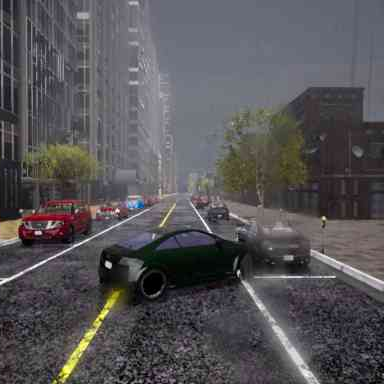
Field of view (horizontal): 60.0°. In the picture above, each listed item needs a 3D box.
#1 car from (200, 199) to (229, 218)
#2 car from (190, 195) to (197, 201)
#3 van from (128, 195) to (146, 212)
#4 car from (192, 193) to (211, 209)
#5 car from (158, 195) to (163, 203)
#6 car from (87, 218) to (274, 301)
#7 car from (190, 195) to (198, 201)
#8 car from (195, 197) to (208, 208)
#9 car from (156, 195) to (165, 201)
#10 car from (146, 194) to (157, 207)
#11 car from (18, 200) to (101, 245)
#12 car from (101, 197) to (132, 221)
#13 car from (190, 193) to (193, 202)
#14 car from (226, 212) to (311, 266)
[{"bbox_3d":[2.009,1.543,27.035,2.008,1.369,4.403,-1,0,-2],"label":"car"},{"bbox_3d":[0.366,1.551,88.628,1.802,1.307,4.206,-1,0,-2],"label":"car"},{"bbox_3d":[-6.696,1.329,38.622,1.690,1.788,3.998,-1,0,-2],"label":"van"},{"bbox_3d":[1.534,1.301,44.367,2.192,1.841,5.009,-1,0,-2],"label":"car"},{"bbox_3d":[-7.426,1.522,66.287,1.887,1.381,4.507,-1,0,-2],"label":"car"},{"bbox_3d":[-0.180,1.557,8.392,4.181,1.385,1.994,0,0,-35],"label":"car"},{"bbox_3d":[0.512,1.537,83.095,1.947,1.339,4.313,-1,0,-2],"label":"car"},{"bbox_3d":[1.387,1.509,50.070,1.752,1.417,4.829,-1,0,-2],"label":"car"},{"bbox_3d":[-7.861,1.497,82.715,1.752,1.417,4.829,-1,0,-2],"label":"car"},{"bbox_3d":[-6.989,1.299,49.688,2.192,1.841,5.009,-1,0,-2],"label":"car"},{"bbox_3d":[-6.193,1.310,15.761,2.192,1.841,5.009,-1,0,-2],"label":"car"},{"bbox_3d":[-6.394,1.432,26.829,1.967,1.590,4.097,-1,0,-2],"label":"car"},{"bbox_3d":[0.802,1.291,72.031,2.192,1.841,5.009,-1,0,-2],"label":"car"},{"bbox_3d":[2.547,1.548,11.175,2.008,1.369,4.403,-1,0,-2],"label":"car"}]
